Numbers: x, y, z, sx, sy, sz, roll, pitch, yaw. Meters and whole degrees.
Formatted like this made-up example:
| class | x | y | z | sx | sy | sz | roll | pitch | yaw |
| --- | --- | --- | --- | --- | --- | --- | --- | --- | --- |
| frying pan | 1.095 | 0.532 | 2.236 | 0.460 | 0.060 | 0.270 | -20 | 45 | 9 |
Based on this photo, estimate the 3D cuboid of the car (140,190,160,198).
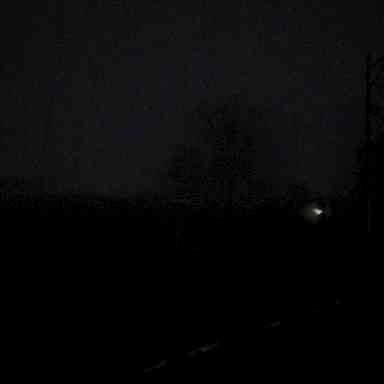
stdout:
| class | x | y | z | sx | sy | sz | roll | pitch | yaw |
| --- | --- | --- | --- | --- | --- | --- | --- | --- | --- |
| car | -8.241 | 0.325 | 64.466 | 2.033 | 1.411 | 5.357 | -1 | 2 | -35 |

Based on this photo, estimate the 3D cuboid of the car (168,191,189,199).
| class | x | y | z | sx | sy | sz | roll | pitch | yaw |
| --- | --- | --- | --- | --- | --- | --- | --- | --- | --- |
| car | -2.336 | 0.522 | 56.261 | 1.812 | 1.442 | 4.674 | -1 | 2 | -35 |

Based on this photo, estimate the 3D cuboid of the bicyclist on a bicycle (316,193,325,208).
| class | x | y | z | sx | sy | sz | roll | pitch | yaw |
| --- | --- | --- | --- | --- | --- | --- | --- | --- | --- |
| bicyclist on a bicycle | 14.619 | 0.973 | 37.736 | 1.656 | 1.620 | 0.582 | 0 | 1 | -35 |
